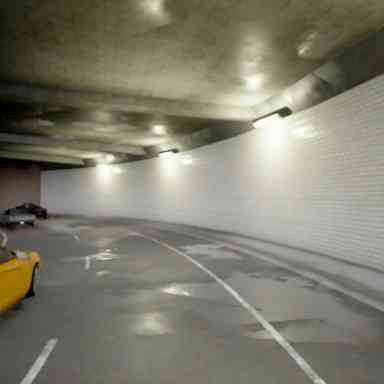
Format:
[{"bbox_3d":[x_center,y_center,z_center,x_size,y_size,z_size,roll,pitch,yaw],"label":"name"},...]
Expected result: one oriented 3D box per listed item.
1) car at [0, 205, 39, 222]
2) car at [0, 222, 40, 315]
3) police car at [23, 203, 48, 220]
[{"bbox_3d":[-13.939,1.979,26.061,1.895,1.301,4.718,1,-1,-41],"label":"car"},{"bbox_3d":[-4.210,1.566,5.807,1.882,1.535,5.008,0,-1,-8],"label":"car"},{"bbox_3d":[-16.245,1.899,32.885,5.238,1.638,1.930,-2,-2,40],"label":"police car"}]
